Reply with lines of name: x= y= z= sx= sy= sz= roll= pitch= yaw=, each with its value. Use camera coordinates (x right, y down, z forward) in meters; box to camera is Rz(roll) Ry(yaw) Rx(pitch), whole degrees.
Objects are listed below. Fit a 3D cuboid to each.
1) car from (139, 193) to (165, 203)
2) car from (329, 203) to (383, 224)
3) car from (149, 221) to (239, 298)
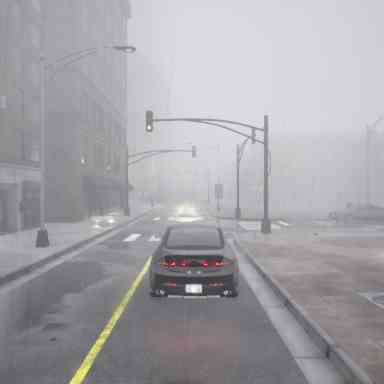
car: x=-8.402 y=1.294 z=70.028 sx=5.566 sy=2.045 sz=2.150 roll=0 pitch=0 yaw=9
car: x=12.061 y=1.515 z=23.748 sx=4.181 sy=1.385 sz=1.994 roll=0 pitch=0 yaw=0
car: x=0.059 y=1.506 z=8.489 sx=1.837 sy=1.490 sz=4.892 roll=0 pitch=0 yaw=1
